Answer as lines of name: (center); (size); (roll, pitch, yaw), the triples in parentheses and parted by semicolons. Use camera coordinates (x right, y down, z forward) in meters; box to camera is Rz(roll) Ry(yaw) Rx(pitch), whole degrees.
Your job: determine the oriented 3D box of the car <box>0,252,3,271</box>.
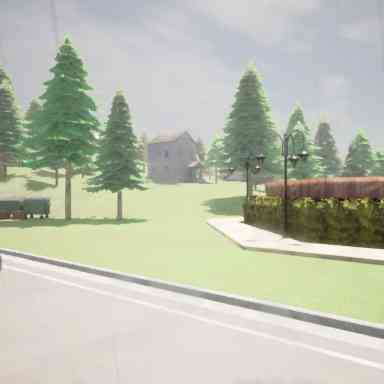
car: (-6.935, 1.564, 8.943); (4.181, 1.385, 1.994); (0, 0, 36)
